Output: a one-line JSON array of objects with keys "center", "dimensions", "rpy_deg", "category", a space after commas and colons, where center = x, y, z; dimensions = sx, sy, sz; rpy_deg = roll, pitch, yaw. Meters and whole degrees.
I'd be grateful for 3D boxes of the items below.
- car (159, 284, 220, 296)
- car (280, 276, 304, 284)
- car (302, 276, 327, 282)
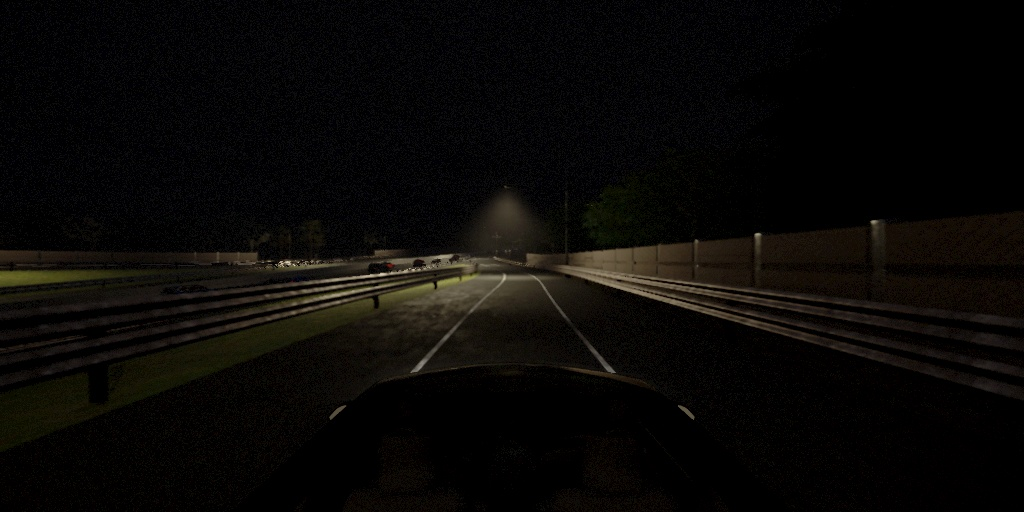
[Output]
[{"center": [-34.891, 4.025, 39.080], "dimensions": [2.150, 2.045, 5.566], "rpy_deg": [0, 3, 10], "category": "car"}, {"center": [-32.247, 3.722, 54.808], "dimensions": [1.882, 1.535, 5.008], "rpy_deg": [0, 3, 10], "category": "car"}, {"center": [-28.792, 3.858, 54.254], "dimensions": [1.895, 1.301, 4.718], "rpy_deg": [0, 3, 10], "category": "car"}]
